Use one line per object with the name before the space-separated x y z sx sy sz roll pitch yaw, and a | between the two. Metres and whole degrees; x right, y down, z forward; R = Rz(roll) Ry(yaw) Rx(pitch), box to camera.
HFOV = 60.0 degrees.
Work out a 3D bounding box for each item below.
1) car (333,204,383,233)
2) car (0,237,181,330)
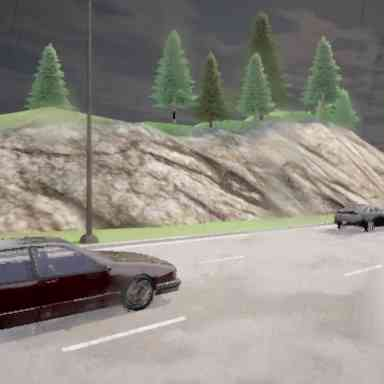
car | 10.408 1.479 19.780 4.902 1.511 2.128 0 0 -36
car | -2.848 1.546 5.995 5.357 1.411 2.033 0 0 -36
